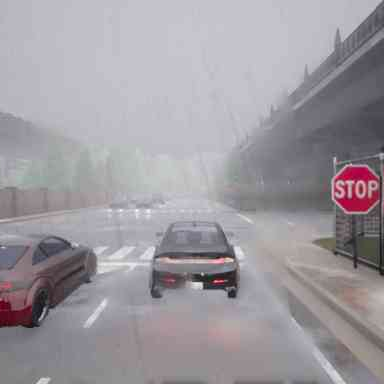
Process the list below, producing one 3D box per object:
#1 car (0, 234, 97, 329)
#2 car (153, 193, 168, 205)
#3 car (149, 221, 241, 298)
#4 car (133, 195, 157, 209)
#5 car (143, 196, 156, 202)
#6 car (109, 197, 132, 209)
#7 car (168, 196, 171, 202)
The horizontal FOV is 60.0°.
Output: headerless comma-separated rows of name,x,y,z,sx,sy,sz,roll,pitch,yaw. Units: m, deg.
car,-3.444,1.563,6.956,1.994,1.385,4.181,0,0,0
car,-6.227,1.216,60.384,2.150,2.045,5.566,0,0,1
car,0.060,1.491,8.464,2.128,1.511,4.902,0,0,0
car,-6.466,1.499,46.013,1.837,1.490,4.892,0,0,1
car,-9.455,1.525,74.263,2.033,1.411,5.357,0,0,1
car,-9.971,1.499,45.695,1.837,1.490,4.892,0,0,1
car,-5.928,1.480,76.065,1.994,1.385,4.181,0,0,1
